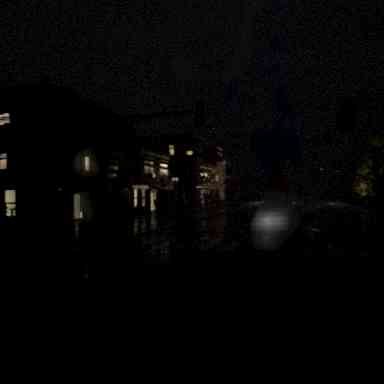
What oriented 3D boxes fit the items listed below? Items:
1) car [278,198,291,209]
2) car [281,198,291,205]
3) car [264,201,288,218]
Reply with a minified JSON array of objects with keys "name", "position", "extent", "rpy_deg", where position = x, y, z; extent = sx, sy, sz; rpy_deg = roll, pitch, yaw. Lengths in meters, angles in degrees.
[{"name":"car","position":[13.895,1.906,51.000],"extent":[2.033,1.411,5.357],"rpy_deg":[0,0,17]},{"name":"car","position":[19.476,1.947,68.739],"extent":[1.837,1.490,4.892],"rpy_deg":[0,-1,17]},{"name":"car","position":[8.317,1.841,33.273],"extent":[1.895,1.301,4.718],"rpy_deg":[0,0,17]}]
